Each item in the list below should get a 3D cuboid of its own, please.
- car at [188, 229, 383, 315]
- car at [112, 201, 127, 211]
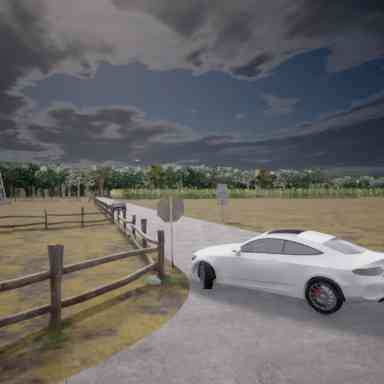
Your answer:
[{"bbox_3d":[2.043,1.618,7.796,4.674,1.442,1.812,-2,0,39],"label":"car"},{"bbox_3d":[-10.894,1.990,49.471,2.033,1.411,5.357,-2,0,-18],"label":"car"}]
